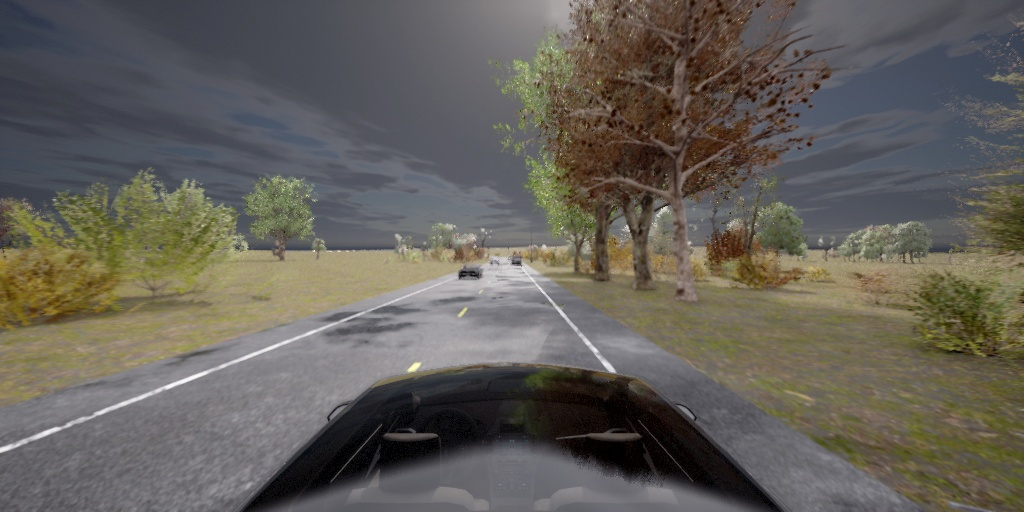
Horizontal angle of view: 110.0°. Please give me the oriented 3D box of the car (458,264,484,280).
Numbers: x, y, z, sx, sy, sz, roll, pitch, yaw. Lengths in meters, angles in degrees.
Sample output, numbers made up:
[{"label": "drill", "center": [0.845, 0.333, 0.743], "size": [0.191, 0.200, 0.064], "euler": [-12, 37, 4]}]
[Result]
[{"label": "car", "center": [-3.603, 1.369, 31.673], "size": [1.895, 1.301, 4.718], "euler": [0, 0, 0]}]

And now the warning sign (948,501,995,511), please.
[{"label": "warning sign", "center": [3.550, 0.866, 2.031], "size": [1.300, 1.860, 1.060], "euler": [0, 0, 0]}]
